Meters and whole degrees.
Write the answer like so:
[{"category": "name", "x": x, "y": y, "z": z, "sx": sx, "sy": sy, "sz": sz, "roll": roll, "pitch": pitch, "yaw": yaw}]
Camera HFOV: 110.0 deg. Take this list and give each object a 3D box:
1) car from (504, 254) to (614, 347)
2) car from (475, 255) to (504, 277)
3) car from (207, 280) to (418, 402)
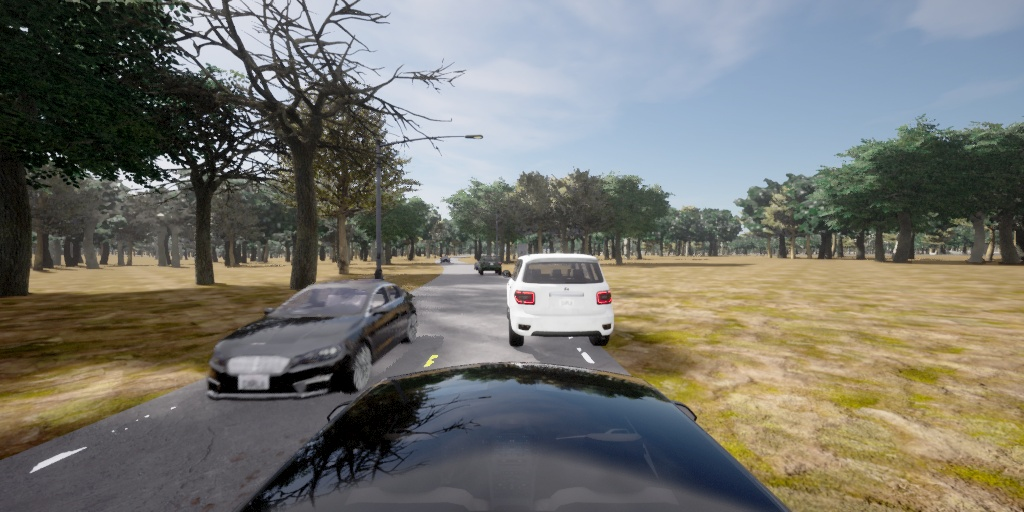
[{"category": "car", "x": 0.964, "y": 0.967, "z": 9.497, "sx": 2.150, "sy": 2.045, "sz": 5.566, "roll": 0, "pitch": 0, "yaw": -2}, {"category": "car", "x": -2.371, "y": 0.899, "z": 37.738, "sx": 2.150, "sy": 2.045, "sz": 5.566, "roll": 0, "pitch": 0, "yaw": -9}, {"category": "car", "x": -3.124, "y": 1.239, "z": 6.723, "sx": 2.128, "sy": 1.511, "sz": 4.902, "roll": 0, "pitch": 0, "yaw": -1}]
